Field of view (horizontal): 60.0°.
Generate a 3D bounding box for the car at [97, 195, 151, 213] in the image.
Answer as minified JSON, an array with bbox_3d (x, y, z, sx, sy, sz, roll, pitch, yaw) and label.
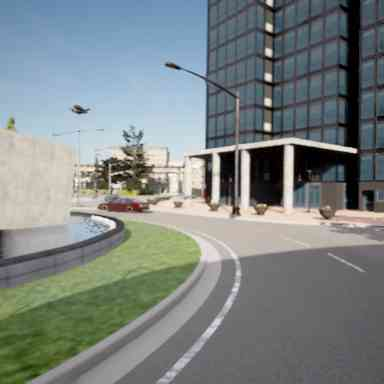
[{"bbox_3d":[-6.734,1.294,32.833,5.357,1.411,2.033,1,0,25],"label":"car"}]
